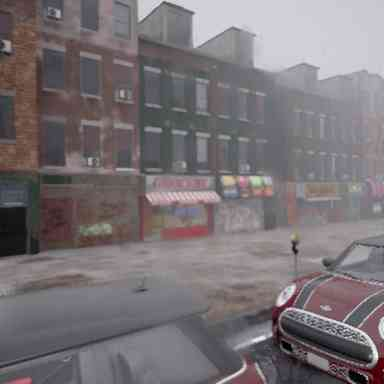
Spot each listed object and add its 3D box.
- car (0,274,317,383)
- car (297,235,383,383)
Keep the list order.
[{"bbox_3d":[-1.426,1.441,1.805,4.097,1.590,1.967,0,-1,-35],"label":"car"},{"bbox_3d":[3.078,1.429,5.016,4.097,1.590,1.967,0,-1,-35],"label":"car"}]
